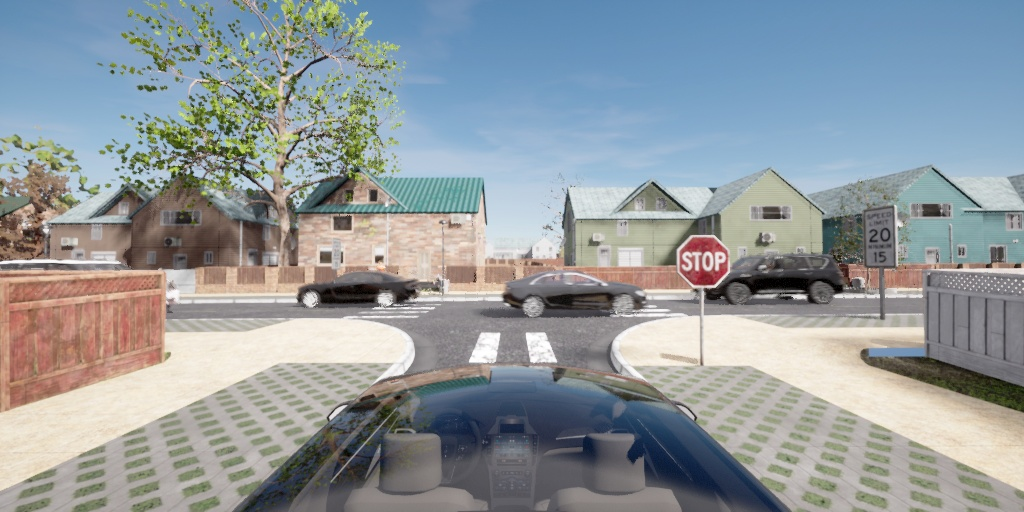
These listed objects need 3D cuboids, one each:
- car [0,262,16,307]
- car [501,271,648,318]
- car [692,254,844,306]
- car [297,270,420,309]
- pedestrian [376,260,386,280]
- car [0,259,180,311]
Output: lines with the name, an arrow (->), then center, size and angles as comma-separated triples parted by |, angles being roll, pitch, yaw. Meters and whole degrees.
car -> -25.973, 1.325, 15.671 | 5.566, 2.045, 2.150 | -1, -1, 0
car -> 2.075, 1.247, 12.369 | 4.902, 1.511, 2.128 | -1, -1, 1
car -> 10.721, 0.958, 15.238 | 5.566, 2.045, 2.150 | 0, -1, 0
car -> -6.529, 1.371, 15.427 | 5.008, 1.535, 1.882 | 0, -1, 1
pedestrian -> -6.738, 1.110, 18.348 | 0.375, 1.860, 0.375 | 0, -1, 1
car -> -15.091, 1.132, 12.582 | 5.566, 2.045, 2.150 | -1, -1, 1
